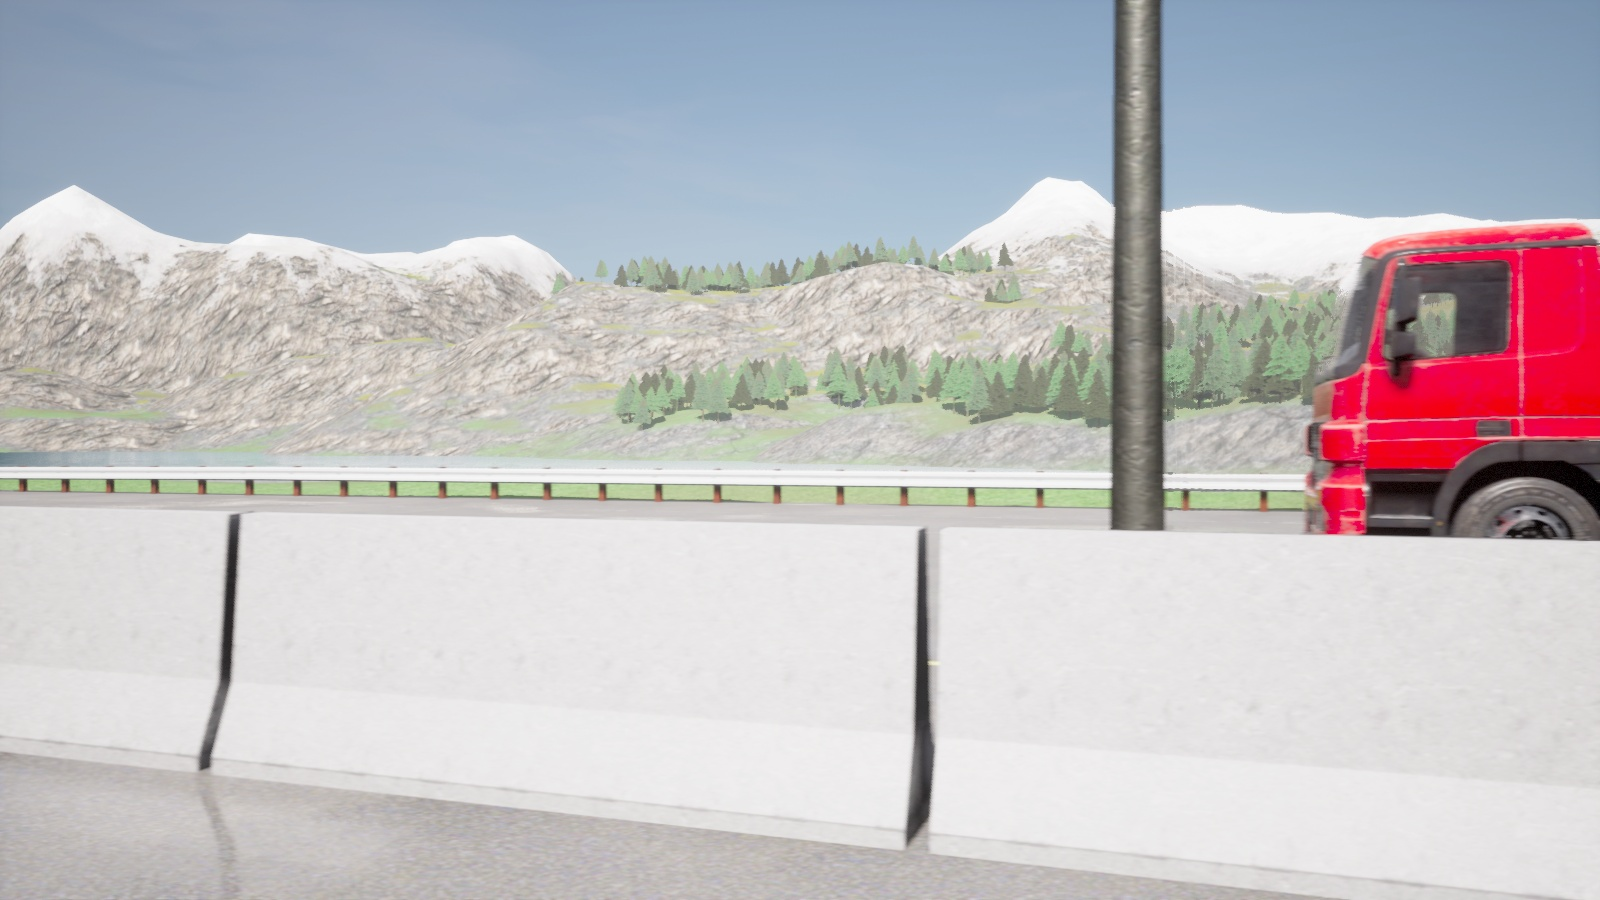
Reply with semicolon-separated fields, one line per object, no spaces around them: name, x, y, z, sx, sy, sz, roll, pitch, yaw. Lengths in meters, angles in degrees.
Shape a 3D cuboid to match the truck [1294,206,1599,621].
truck;8.792;-0.303;11.296;7.936;3.462;2.891;1;1;19
